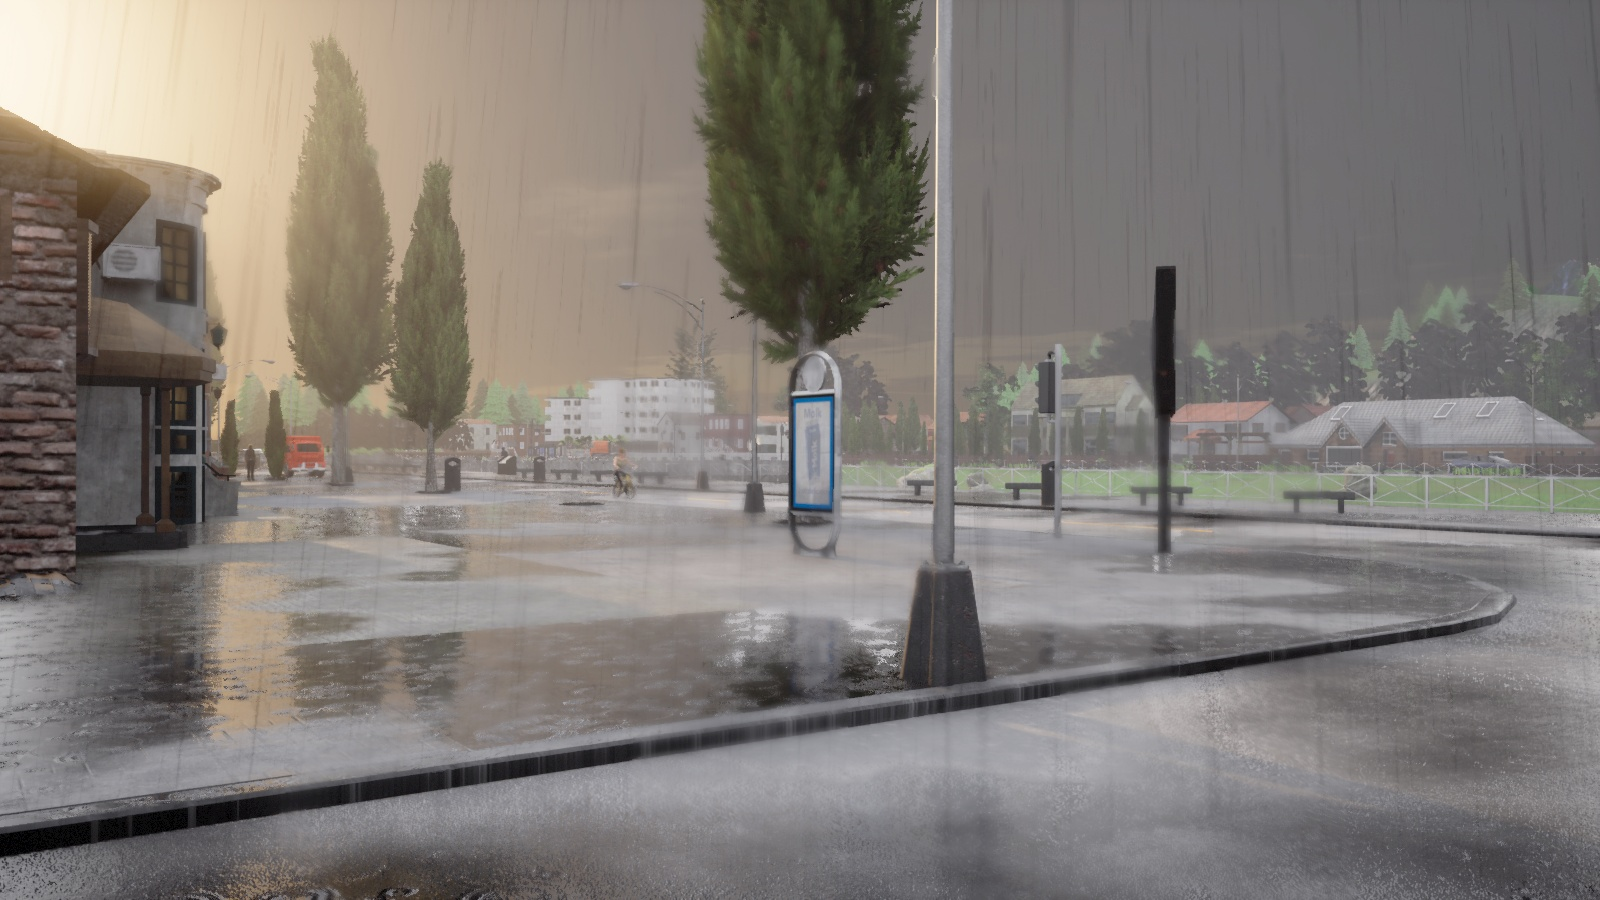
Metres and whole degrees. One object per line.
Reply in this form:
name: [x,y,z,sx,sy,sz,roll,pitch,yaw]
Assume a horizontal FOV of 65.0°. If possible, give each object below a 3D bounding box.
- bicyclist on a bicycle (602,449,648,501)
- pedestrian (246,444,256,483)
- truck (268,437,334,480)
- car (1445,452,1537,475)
bicyclist on a bicycle: [-5.587,0.791,40.145,0.866,1.612,1.509,0,0,-35]
pedestrian: [-26.517,0.659,60.663,0.331,1.846,0.634,0,0,-34]
truck: [-30.267,0.508,76.049,2.627,2.467,5.204,0,0,-34]
car: [45.171,0.850,82.204,2.163,1.488,4.792,0,0,-34]
